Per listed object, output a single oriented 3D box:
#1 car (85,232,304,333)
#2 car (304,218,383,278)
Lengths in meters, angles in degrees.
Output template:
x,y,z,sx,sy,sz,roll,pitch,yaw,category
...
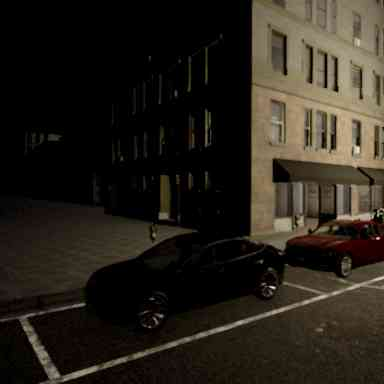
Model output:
x,y,z,sx,sy,sz,roll,pitch,yaw,category
0.078,1.557,6.810,4.313,1.339,1.947,0,1,-35,car
4.697,1.522,10.103,4.507,1.381,1.887,0,1,-35,car
